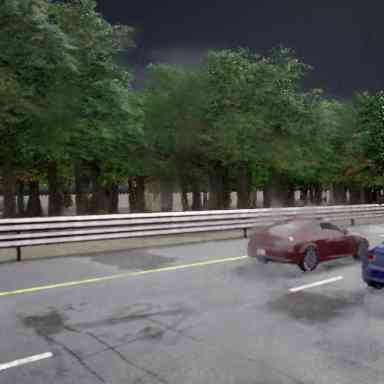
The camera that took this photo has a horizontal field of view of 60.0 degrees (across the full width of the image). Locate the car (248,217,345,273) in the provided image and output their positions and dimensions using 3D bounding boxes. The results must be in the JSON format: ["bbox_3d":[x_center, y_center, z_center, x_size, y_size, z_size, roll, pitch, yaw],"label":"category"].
[{"bbox_3d":[3.841,1.552,10.788,4.674,1.442,1.812,0,0,-36],"label":"car"}]

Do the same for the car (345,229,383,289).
[{"bbox_3d":[5.847,1.552,7.919,4.674,1.442,1.812,0,0,-36],"label":"car"}]
